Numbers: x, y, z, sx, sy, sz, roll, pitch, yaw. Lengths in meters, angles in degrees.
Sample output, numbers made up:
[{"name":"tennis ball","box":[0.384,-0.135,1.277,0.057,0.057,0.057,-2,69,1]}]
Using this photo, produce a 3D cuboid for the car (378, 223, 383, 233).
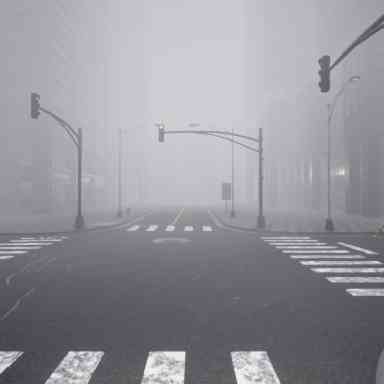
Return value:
[{"name":"car","box":[11.758,1.564,16.205,4.829,1.417,1.752,0,-1,0]}]
